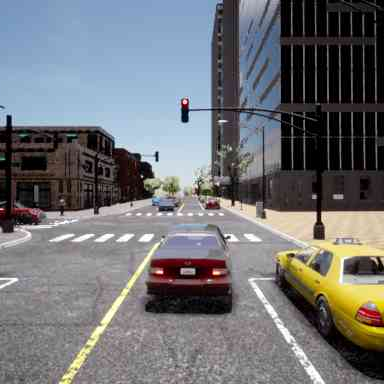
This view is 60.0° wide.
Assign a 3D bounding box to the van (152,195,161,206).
[{"bbox_3d":[-5.696,1.362,55.212,1.690,1.788,3.998,1,0,0],"label":"van"}]

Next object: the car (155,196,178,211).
[{"bbox_3d":[-3.138,1.562,41.114,2.033,1.411,5.357,0,0,-3],"label":"car"}]

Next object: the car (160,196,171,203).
[{"bbox_3d":[-5.705,1.594,71.815,1.947,1.339,4.313,1,0,0],"label":"car"}]

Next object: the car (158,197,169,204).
[{"bbox_3d":[-5.703,1.607,66.280,1.802,1.307,4.206,1,0,0],"label":"car"}]

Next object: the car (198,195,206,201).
[{"bbox_3d":[2.670,1.580,88.410,1.887,1.381,4.507,1,0,0],"label":"car"}]

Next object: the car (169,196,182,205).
[{"bbox_3d":[-3.088,1.515,61.390,2.128,1.511,4.902,0,0,0],"label":"car"}]

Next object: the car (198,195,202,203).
[{"bbox_3d":[2.676,1.553,71.976,1.752,1.417,4.829,1,0,0],"label":"car"}]

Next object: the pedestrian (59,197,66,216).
[{"bbox_3d":[-12.556,1.369,32.120,0.375,1.860,0.375,0,0,1],"label":"pedestrian"}]

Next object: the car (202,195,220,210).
[{"bbox_3d":[2.687,1.456,44.131,1.967,1.590,4.097,1,0,0],"label":"car"}]

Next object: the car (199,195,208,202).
[{"bbox_3d":[2.674,1.556,77.510,1.752,1.417,4.829,1,0,0],"label":"car"}]

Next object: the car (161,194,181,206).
[{"bbox_3d":[-3.113,1.371,51.013,2.097,1.767,4.553,0,0,0],"label":"car"}]

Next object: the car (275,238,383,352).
[{"bbox_3d":[2.836,1.527,6.353,1.752,1.417,4.829,1,0,0],"label":"car"}]

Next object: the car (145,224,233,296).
[{"bbox_3d":[0.072,1.550,8.803,2.033,1.411,5.357,0,0,3],"label":"car"}]

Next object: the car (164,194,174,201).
[{"bbox_3d":[-5.705,1.348,82.883,2.192,1.841,5.009,1,0,0],"label":"car"}]

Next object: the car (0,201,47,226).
[{"bbox_3d":[-12.776,1.443,23.514,4.553,1.767,2.097,-1,-1,-1],"label":"car"}]
